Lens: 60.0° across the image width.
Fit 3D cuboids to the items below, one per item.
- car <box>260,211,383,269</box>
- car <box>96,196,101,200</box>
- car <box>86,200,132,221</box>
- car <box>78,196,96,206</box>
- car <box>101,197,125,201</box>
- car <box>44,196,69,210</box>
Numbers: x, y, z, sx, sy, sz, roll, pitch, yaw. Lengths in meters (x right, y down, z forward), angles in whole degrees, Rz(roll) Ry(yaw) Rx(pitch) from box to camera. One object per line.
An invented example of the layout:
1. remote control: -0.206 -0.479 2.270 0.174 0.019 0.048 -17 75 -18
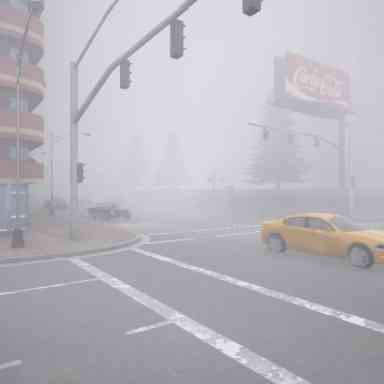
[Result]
1. car: 4.637 1.477 11.481 1.882 1.535 5.008 0 0 -36
2. car: -17.642 1.526 60.448 1.812 1.442 4.674 0 0 -37
3. car: -6.649 1.601 27.055 1.895 1.301 4.718 0 0 -36
4. car: -18.260 1.547 55.348 2.033 1.411 5.357 0 0 -36
5. car: -12.290 1.505 53.071 1.837 1.490 4.892 0 0 -36
6. car: -16.702 1.351 40.947 2.097 1.767 4.553 0 0 -36
